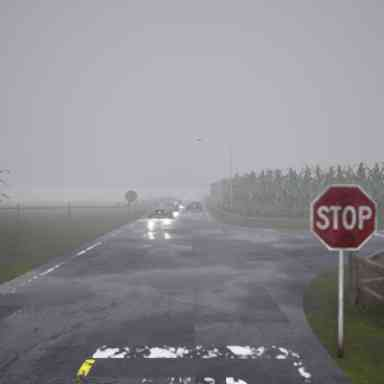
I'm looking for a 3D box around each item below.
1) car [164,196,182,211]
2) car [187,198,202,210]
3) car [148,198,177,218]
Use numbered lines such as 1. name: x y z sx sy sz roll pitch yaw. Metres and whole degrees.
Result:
1. car: -2.659 1.319 39.657 2.097 1.767 4.553 0 0 0
2. car: 0.299 1.490 41.915 1.812 1.442 4.674 0 0 0
3. car: -2.709 1.541 29.795 1.994 1.385 4.181 0 0 0
